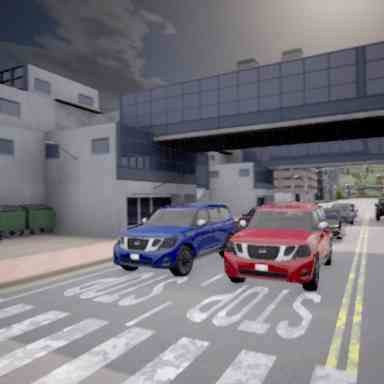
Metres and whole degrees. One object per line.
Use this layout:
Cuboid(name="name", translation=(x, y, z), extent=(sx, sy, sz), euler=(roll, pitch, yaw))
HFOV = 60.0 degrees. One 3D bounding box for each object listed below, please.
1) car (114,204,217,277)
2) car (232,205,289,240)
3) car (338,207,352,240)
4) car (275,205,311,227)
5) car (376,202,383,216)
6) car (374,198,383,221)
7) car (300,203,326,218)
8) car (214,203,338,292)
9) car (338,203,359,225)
Cuboid(name="car", translation=(-0.247, 1.462, 11.624), extent=(2.150, 2.045, 5.566), euler=(-1, -1, 29))
Cuboid(name="car", translation=(4.230, 1.693, 19.903), extent=(2.097, 1.767, 4.553), euler=(-1, -1, 28))
Cuboid(name="car", translation=(7.714, 1.822, 18.987), extent=(2.033, 1.411, 5.357), euler=(-1, -1, 28))
Cuboid(name="car", translation=(8.609, 1.917, 28.019), extent=(1.882, 1.535, 5.008), euler=(-1, -1, 28))
Cuboid(name="car", translation=(22.739, 1.987, 39.157), extent=(1.812, 1.442, 4.674), euler=(-1, -1, 29))
Cuboid(name="car", translation=(18.159, 1.579, 30.609), extent=(2.150, 2.045, 5.566), euler=(-1, -1, 28))
Cuboid(name="car", translation=(13.601, 2.029, 37.229), extent=(1.882, 1.535, 5.008), euler=(-1, -1, 29))
Cuboid(name="car", translation=(2.865, 1.386, 9.971), extent=(2.150, 2.045, 5.566), euler=(-1, -1, 28))
Cuboid(name="car", translation=(12.447, 1.733, 27.772), extent=(2.097, 1.767, 4.553), euler=(-1, -1, 28))
